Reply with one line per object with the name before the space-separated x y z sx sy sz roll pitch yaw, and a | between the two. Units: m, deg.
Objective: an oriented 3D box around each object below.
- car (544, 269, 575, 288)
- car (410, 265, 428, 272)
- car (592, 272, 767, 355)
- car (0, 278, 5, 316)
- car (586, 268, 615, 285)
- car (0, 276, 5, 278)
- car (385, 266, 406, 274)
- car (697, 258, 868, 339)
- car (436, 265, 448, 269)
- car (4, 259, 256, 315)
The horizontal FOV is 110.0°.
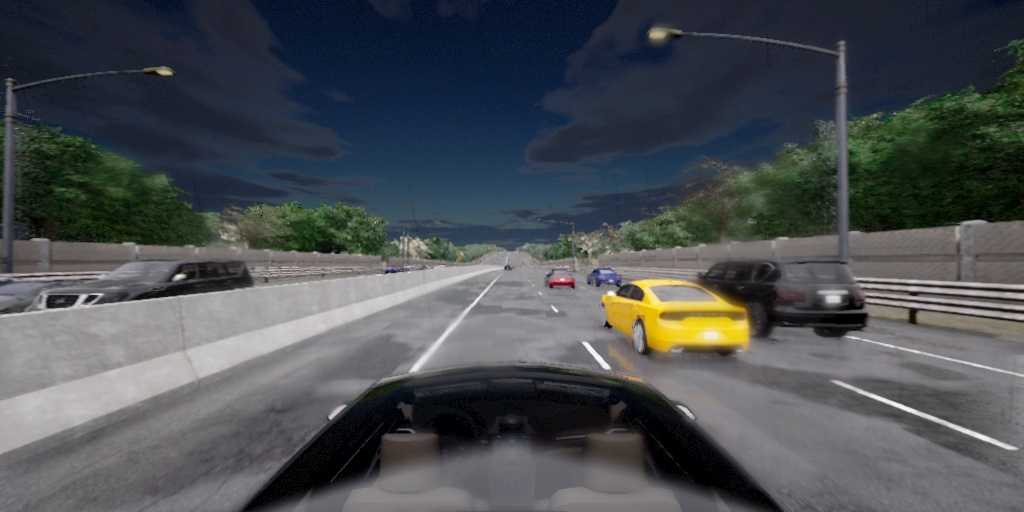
car | 3.592 1.685 27.545 1.994 1.385 4.181 0 -1 0
car | -14.064 2.110 54.394 1.837 1.490 4.892 0 -1 0
car | 3.597 1.320 8.956 1.882 1.535 5.008 0 -1 0
car | -14.102 1.430 10.661 1.994 1.385 4.181 0 -1 0
car | 7.092 1.653 27.978 1.812 1.442 4.674 0 -1 0
car | -17.602 1.364 11.173 2.128 1.511 4.902 0 -1 0
car | -17.560 2.200 54.042 1.895 1.301 4.718 0 -1 1
car | 7.097 1.087 10.600 2.150 2.045 5.566 0 -1 0
car | -10.563 2.132 54.368 1.812 1.442 4.674 0 -1 0
car | -10.603 1.093 11.080 2.150 2.045 5.566 0 -1 0
